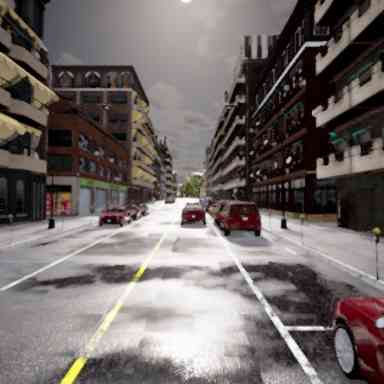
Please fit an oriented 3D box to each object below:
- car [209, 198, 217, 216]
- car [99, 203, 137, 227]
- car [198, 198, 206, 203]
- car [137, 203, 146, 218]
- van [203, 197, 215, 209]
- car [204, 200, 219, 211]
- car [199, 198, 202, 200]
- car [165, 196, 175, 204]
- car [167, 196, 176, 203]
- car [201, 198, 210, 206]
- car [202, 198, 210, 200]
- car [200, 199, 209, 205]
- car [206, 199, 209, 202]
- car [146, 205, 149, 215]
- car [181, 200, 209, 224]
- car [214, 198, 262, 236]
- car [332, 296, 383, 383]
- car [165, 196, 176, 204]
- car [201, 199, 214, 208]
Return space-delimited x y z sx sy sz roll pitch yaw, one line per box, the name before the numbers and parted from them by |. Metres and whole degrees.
car | 2.713 1.521 24.941 2.192 1.841 5.009 1 0 0
car | -5.670 1.751 24.983 1.887 1.381 4.507 1 0 0
car | 2.736 2.344 91.791 1.802 1.307 4.206 1 0 0
car | -5.669 1.835 30.553 1.802 1.307 4.206 1 0 0
van | 2.724 1.778 52.796 1.690 1.788 3.998 1 0 0
car | 2.719 1.936 47.224 1.887 1.381 4.507 1 0 0
car | 0.117 1.870 45.717 2.128 1.511 4.902 0 0 0
car | -5.642 2.031 86.265 2.192 1.841 5.009 1 0 0
car | -5.640 2.078 91.837 2.192 1.841 5.009 1 0 0
car | 2.728 2.103 69.677 1.752 1.417 4.829 1 0 0
car | 2.720 1.660 41.655 2.192 1.841 5.009 1 0 0
car | 2.729 2.205 75.079 1.802 1.307 4.206 1 0 0
car | 2.715 1.825 36.251 1.752 1.417 4.829 1 0 0
car | -5.667 1.881 36.125 1.802 1.307 4.206 1 0 0
car | 0.110 1.700 26.933 1.882 1.535 5.008 0 -1 0
car | 2.711 1.475 19.371 2.192 1.841 5.009 1 0 0
car | 2.701 1.568 2.656 1.887 1.381 4.507 1 0 0
car | -5.648 2.236 80.693 1.947 1.339 4.313 1 0 0
car | 2.723 2.034 58.365 2.008 1.369 4.403 1 0 0
